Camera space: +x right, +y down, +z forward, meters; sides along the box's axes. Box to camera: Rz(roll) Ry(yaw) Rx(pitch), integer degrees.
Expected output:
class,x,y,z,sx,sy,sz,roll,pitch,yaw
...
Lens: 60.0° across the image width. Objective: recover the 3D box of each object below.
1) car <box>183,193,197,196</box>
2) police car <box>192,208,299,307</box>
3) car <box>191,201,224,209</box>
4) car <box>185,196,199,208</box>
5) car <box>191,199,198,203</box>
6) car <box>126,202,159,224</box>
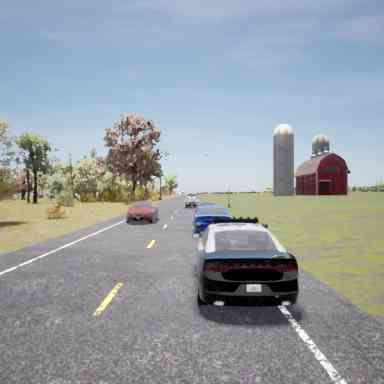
class,x,y,z,sx,sy,sz,roll,pitch,yaw
car,-0.011,1.202,59.451,2.150,2.045,5.566,0,0,0
police car,1.048,1.426,8.217,1.930,1.638,5.238,0,0,0
car,1.046,1.478,18.107,1.882,1.535,5.008,0,0,0
car,0.011,1.589,47.509,1.895,1.301,4.718,0,0,1
car,1.044,1.504,24.108,1.837,1.490,4.892,0,0,0
car,-3.606,1.475,24.761,1.882,1.535,5.008,0,0,0
